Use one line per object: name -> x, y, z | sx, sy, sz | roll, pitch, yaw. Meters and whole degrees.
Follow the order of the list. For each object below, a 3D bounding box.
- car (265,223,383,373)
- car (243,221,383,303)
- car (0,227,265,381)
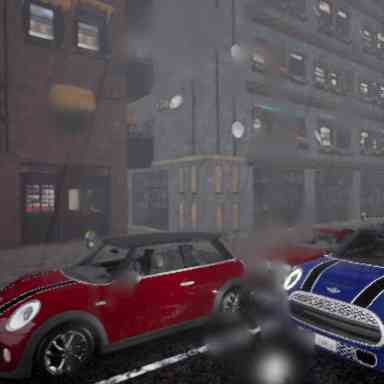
car -> 3.548, 1.350, 5.618 | 4.553, 1.767, 2.097 | 0, 0, -36
car -> 3.498, 1.581, 8.629 | 4.206, 1.307, 1.802 | 0, -1, -36
car -> -1.011, 1.443, 5.394 | 4.097, 1.590, 1.967 | 0, -1, -36
